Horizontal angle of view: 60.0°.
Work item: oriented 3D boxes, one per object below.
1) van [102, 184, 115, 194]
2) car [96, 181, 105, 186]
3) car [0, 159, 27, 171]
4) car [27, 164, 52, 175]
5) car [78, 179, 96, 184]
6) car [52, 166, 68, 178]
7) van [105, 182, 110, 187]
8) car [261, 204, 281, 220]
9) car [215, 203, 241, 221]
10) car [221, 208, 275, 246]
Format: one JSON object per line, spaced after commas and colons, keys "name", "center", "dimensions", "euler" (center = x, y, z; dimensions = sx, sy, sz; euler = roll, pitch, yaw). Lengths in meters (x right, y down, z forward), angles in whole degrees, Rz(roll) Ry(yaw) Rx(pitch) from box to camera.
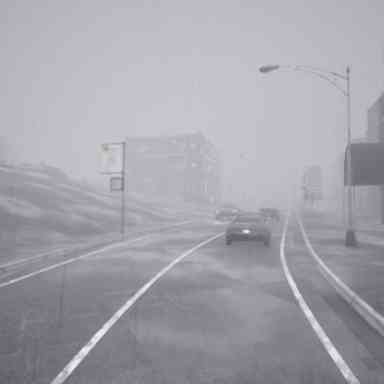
{"name": "van", "center": [-18.899, -0.703, 75.576], "dimensions": [1.878, 1.987, 4.442], "euler": [0, -4, 0]}
{"name": "car", "center": [-18.998, -1.217, 64.376], "dimensions": [2.002, 1.452, 4.674], "euler": [0, -4, 2]}
{"name": "car", "center": [-21.130, -2.806, 36.682], "dimensions": [2.231, 1.521, 4.892], "euler": [0, -3, 8]}
{"name": "car", "center": [-20.467, -2.663, 42.279], "dimensions": [2.185, 1.767, 4.553], "euler": [0, -3, 7]}
{"name": "car", "center": [-19.198, -1.569, 58.848], "dimensions": [2.002, 1.452, 4.674], "euler": [0, -3, 3]}
{"name": "car", "center": [-19.909, -2.498, 47.860], "dimensions": [2.435, 2.045, 5.566], "euler": [0, -3, 6]}
{"name": "van", "center": [-18.876, -1.099, 70.051], "dimensions": [1.878, 1.987, 4.442], "euler": [0, -4, 1]}
{"name": "car", "center": [7.823, 1.989, 33.439], "dimensions": [1.882, 1.535, 5.008], "euler": [0, -2, 17]}
{"name": "car", "center": [3.625, 1.826, 32.268], "dimensions": [2.097, 1.767, 4.553], "euler": [0, -2, 17]}
{"name": "car", "center": [2.854, 1.695, 16.223], "dimensions": [1.994, 1.385, 4.181], "euler": [0, -1, 15]}
